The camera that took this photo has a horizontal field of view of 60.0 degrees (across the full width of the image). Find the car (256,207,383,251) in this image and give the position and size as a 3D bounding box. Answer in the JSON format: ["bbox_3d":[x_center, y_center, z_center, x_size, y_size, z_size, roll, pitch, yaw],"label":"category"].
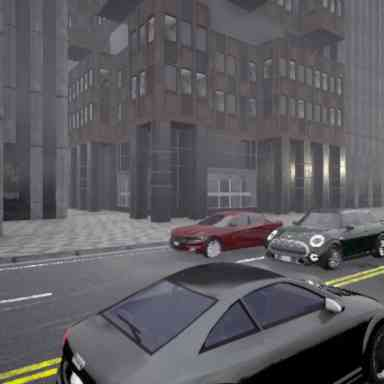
[{"bbox_3d":[4.567,1.374,11.123,4.553,1.767,2.097,0,0,-36],"label":"car"}]

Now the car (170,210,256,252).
[{"bbox_3d":[1.478,1.497,12.881,5.008,1.535,1.882,0,0,-36],"label":"car"}]

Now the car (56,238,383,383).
[{"bbox_3d":[0.665,1.570,3.953,4.181,1.385,1.994,0,0,-37],"label":"car"}]
